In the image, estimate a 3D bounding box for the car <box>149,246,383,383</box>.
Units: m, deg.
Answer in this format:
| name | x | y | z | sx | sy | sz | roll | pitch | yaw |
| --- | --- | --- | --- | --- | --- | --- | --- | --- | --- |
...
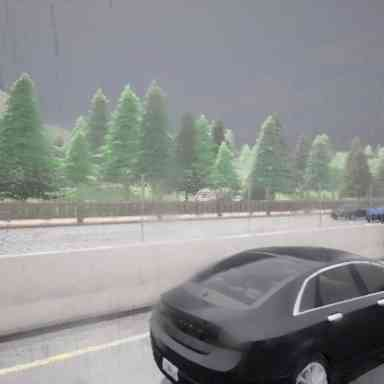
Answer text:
| name | x | y | z | sx | sy | sz | roll | pitch | yaw |
| --- | --- | --- | --- | --- | --- | --- | --- | --- | --- |
| car | 1.784 | 1.543 | 4.722 | 4.892 | 1.490 | 1.837 | 0 | 0 | -34 |
